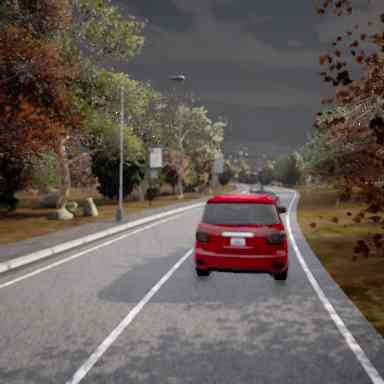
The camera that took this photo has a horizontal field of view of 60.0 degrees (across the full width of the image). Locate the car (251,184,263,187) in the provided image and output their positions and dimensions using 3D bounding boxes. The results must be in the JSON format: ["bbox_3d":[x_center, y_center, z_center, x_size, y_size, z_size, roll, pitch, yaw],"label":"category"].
[{"bbox_3d":[9.465,-0.426,48.624,2.128,1.511,4.902,0,3,17],"label":"car"}]

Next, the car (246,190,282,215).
[{"bbox_3d":[5.490,0.668,24.786,2.033,1.411,5.357,0,3,18],"label":"car"}]

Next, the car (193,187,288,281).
[{"bbox_3d":[1.512,1.025,9.564,2.150,2.045,5.566,0,2,12],"label":"car"}]
